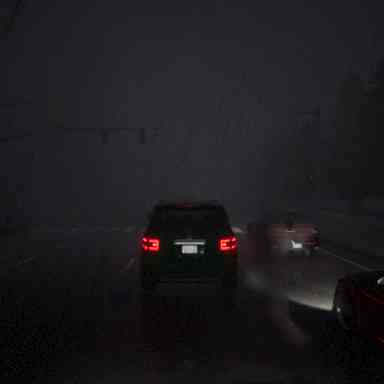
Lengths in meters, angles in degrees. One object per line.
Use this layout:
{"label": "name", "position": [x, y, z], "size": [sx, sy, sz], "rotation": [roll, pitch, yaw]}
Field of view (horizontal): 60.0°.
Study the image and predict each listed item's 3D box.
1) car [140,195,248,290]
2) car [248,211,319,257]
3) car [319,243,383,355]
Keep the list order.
{"label": "car", "position": [-0.100, 1.221, 9.215], "size": [2.150, 2.045, 5.566], "rotation": [0, 0, -1]}
{"label": "car", "position": [3.333, 1.491, 12.972], "size": [2.128, 1.511, 4.902], "rotation": [0, 0, 0]}
{"label": "car", "position": [3.424, 1.564, 4.064], "size": [1.994, 1.385, 4.181], "rotation": [0, 0, -1]}
